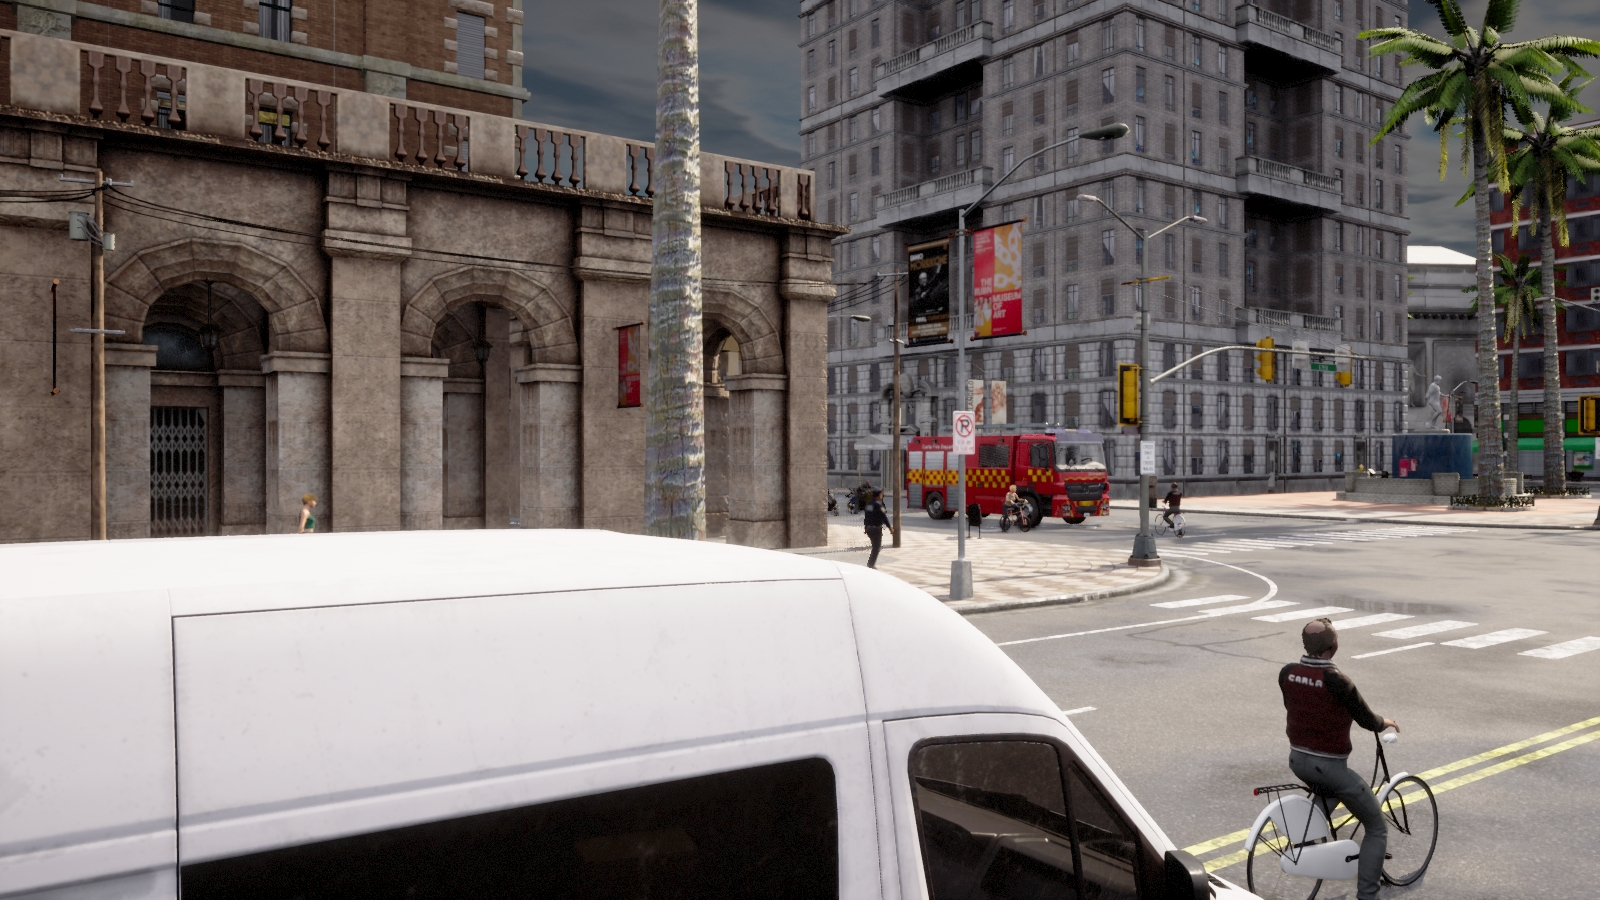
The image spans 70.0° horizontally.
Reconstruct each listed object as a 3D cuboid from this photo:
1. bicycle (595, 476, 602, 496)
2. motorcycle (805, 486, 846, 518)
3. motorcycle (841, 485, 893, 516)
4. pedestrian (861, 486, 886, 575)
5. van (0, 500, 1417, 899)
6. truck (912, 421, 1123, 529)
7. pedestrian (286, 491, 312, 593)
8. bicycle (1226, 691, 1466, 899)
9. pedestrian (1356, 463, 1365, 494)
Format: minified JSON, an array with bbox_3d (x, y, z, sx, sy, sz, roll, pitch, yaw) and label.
[{"bbox_3d":[-12.584,2.210,71.188,0.329,1.171,1.835,0,0,-13],"label":"bicycle"},{"bbox_3d":[1.066,2.182,48.274,0.856,1.236,1.805,0,0,-35],"label":"motorcycle"},{"bbox_3d":[2.904,2.205,49.916,2.209,1.251,0.867,0,0,42],"label":"motorcycle"},{"bbox_3d":[1.567,1.696,24.250,0.375,1.860,0.375,0,0,-34],"label":"pedestrian"},{"bbox_3d":[-0.760,1.534,3.254,5.915,2.561,1.988,0,0,-35],"label":"van"},{"bbox_3d":[8.260,0.891,44.593,2.891,3.827,8.468,0,0,-35],"label":"truck"},{"bbox_3d":[-9.314,1.698,21.230,0.375,1.860,0.375,0,0,-35],"label":"pedestrian"},{"bbox_3d":[3.417,2.210,7.085,1.835,1.171,0.329,0,0,-29],"label":"bicycle"},{"bbox_3d":[33.567,1.696,68.434,0.375,1.860,0.375,0,0,38],"label":"pedestrian"}]
